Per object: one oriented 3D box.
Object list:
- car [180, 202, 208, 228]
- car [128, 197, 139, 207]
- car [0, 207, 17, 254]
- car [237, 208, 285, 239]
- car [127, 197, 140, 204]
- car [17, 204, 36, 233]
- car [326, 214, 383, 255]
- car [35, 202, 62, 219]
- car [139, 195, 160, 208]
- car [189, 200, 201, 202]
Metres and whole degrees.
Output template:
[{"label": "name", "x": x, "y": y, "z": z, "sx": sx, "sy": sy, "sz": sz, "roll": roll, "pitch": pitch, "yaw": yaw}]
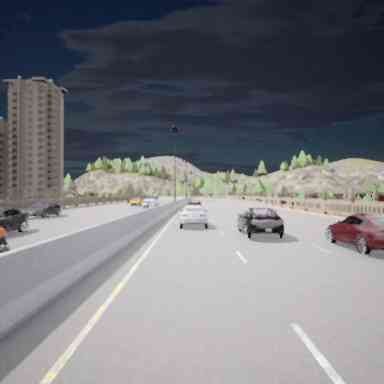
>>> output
[{"label": "car", "x": 0.119, "y": 1.653, "z": 23.353, "sx": 1.812, "sy": 1.442, "sz": 4.674, "roll": 0, "pitch": 0, "yaw": 0}, {"label": "car", "x": -9.774, "y": 1.799, "z": 58.985, "sx": 1.882, "sy": 1.535, "sz": 5.008, "roll": 0, "pitch": 0, "yaw": 2}, {"label": "car", "x": -7.092, "y": 1.402, "z": 9.056, "sx": 2.097, "sy": 1.767, "sz": 4.553, "roll": 0, "pitch": 0, "yaw": 0}, {"label": "car", "x": 3.614, "y": 1.591, "z": 18.078, "sx": 2.128, "sy": 1.511, "sz": 4.902, "roll": 0, "pitch": 0, "yaw": 0}, {"label": "car", "x": -12.812, "y": 1.899, "z": 73.372, "sx": 1.837, "sy": 1.490, "sz": 4.892, "roll": 0, "pitch": 0, "yaw": 2}, {"label": "car", "x": -10.581, "y": 1.602, "z": 17.783, "sx": 1.837, "sy": 1.490, "sz": 4.892, "roll": 0, "pitch": 0, "yaw": 0}, {"label": "car", "x": 7.110, "y": 1.600, "z": 13.481, "sx": 1.812, "sy": 1.442, "sz": 4.674, "roll": 0, "pitch": 0, "yaw": 0}, {"label": "car", "x": -14.016, "y": 1.663, "z": 31.400, "sx": 2.128, "sy": 1.511, "sz": 4.902, "roll": 0, "pitch": 0, "yaw": 1}, {"label": "car", "x": -6.466, "y": 1.510, "z": 53.118, "sx": 2.150, "sy": 2.045, "sz": 5.566, "roll": 0, "pitch": 0, "yaw": 2}, {"label": "car", "x": 0.368, "y": 1.717, "z": 41.408, "sx": 2.128, "sy": 1.511, "sz": 4.902, "roll": 0, "pitch": 0, "yaw": 1}]
